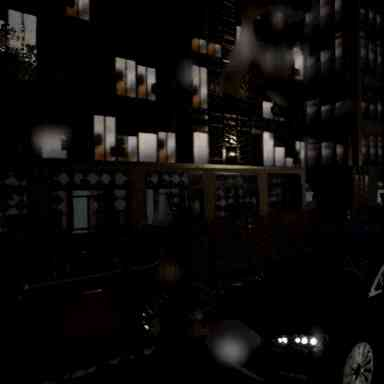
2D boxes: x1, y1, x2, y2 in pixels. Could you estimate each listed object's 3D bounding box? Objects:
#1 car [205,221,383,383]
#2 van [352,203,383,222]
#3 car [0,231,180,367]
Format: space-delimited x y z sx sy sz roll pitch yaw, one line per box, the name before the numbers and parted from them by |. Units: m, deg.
car | 2.438 1.460 5.056 4.902 1.511 2.128 0 0 -35
van | 7.321 1.258 11.787 3.998 1.788 1.690 0 -1 -35
car | -2.294 1.434 4.953 4.097 1.590 1.967 0 -1 -35
